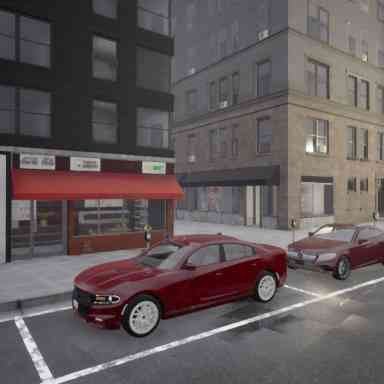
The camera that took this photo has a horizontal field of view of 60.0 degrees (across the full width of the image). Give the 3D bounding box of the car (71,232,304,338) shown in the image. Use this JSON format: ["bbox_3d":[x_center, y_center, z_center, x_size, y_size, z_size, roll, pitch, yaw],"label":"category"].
[{"bbox_3d":[-0.029,1.545,6.617,4.507,1.381,1.887,0,0,-35],"label":"car"}]

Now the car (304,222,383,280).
[{"bbox_3d":[4.497,1.577,9.832,4.206,1.307,1.802,0,0,-35],"label":"car"}]
